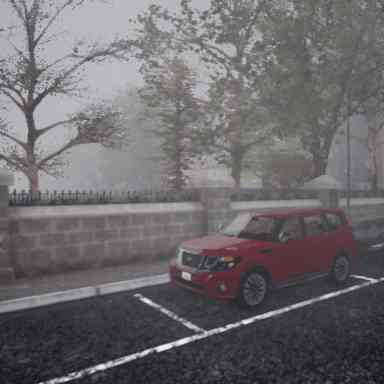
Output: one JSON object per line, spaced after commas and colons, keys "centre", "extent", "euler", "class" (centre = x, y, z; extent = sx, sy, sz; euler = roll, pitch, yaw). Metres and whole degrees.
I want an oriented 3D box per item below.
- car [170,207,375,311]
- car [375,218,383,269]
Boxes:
{"centre": [1.941, 1.322, 7.951], "extent": [5.009, 1.841, 2.192], "euler": [0, 0, -36], "class": "car"}
{"centre": [6.447, 1.579, 11.166], "extent": [4.313, 1.339, 1.947], "euler": [0, 0, -36], "class": "car"}
